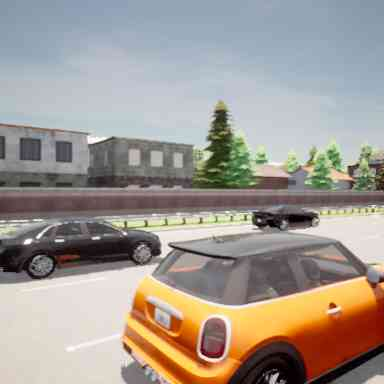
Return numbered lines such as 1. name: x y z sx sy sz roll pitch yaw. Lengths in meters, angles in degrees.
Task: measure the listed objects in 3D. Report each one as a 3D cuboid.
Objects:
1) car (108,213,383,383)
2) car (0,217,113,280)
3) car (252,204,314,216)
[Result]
1. car: 1.414 1.361 4.758 4.553 1.767 2.097 0 0 -36
2. car: -3.242 1.514 10.033 4.892 1.490 1.837 0 0 -36
3. car: 5.943 1.521 20.887 5.008 1.535 1.882 0 0 -36
